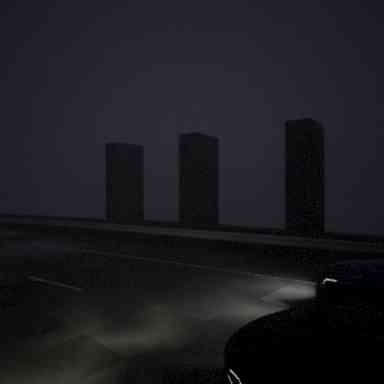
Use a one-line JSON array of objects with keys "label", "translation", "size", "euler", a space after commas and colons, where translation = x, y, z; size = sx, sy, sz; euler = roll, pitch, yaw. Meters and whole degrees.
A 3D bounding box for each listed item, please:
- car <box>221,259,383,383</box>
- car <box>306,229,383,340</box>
[{"label": "car", "translation": [2.535, 1.472, 2.107], "size": [5.008, 1.535, 1.882], "euler": [0, 0, 36]}, {"label": "car", "translation": [4.383, 1.517, 5.080], "size": [4.674, 1.442, 1.812], "euler": [0, 0, 36]}]
